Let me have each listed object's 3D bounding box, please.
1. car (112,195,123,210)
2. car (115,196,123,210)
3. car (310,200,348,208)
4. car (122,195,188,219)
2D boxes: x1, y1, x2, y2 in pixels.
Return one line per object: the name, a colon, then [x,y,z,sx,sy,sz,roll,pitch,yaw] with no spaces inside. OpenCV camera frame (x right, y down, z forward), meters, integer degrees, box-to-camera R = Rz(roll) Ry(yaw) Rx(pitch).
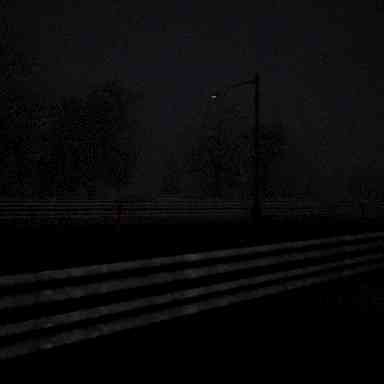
car: [-5.505,1.127,32.961,4.553,1.767,2.097,1,0,-22]
car: [-4.099,1.295,29.768,4.674,1.442,1.812,1,-1,-22]
car: [15.459,1.602,37.444,4.181,1.385,1.994,1,-1,-21]
car: [-2.714,1.256,26.529,4.902,1.511,2.128,1,-1,-22]
